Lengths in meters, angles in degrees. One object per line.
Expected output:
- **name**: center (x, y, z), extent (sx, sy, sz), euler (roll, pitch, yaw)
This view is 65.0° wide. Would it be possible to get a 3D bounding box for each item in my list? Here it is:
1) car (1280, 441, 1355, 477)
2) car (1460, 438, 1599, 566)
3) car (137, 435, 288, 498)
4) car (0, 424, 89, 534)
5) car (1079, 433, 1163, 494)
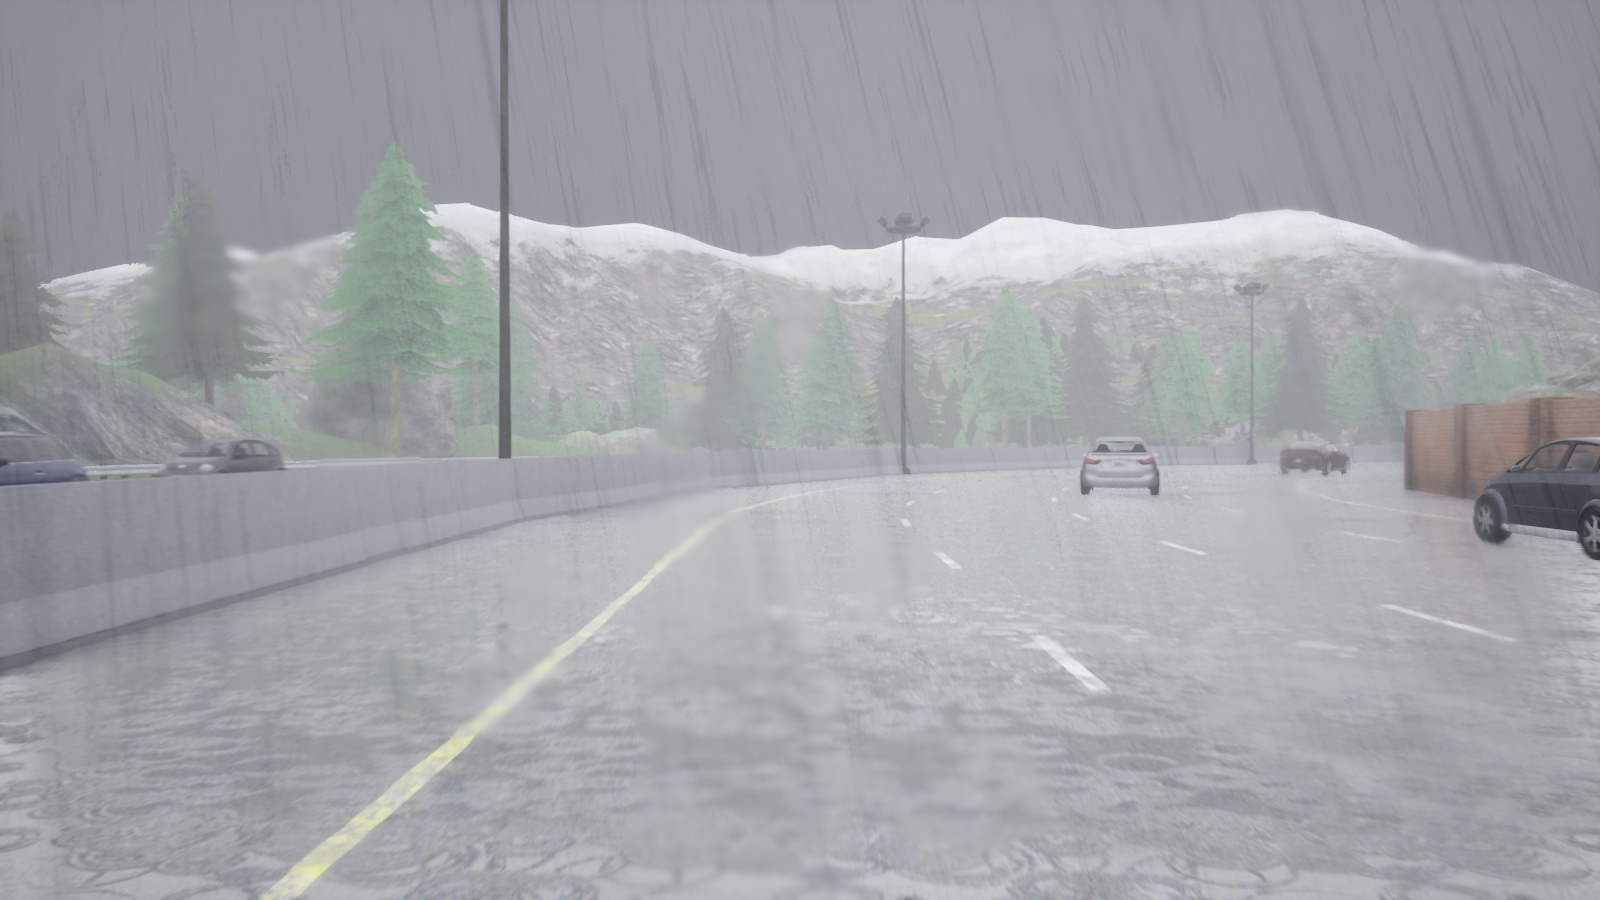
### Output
- **car**: center (23.302, 0.386, 56.420), extent (1.882, 1.535, 5.008), euler (0, 0, 38)
- **car**: center (10.635, 0.628, 16.726), extent (1.789, 1.549, 3.705), euler (0, 0, 1)
- **car**: center (-16.127, 0.412, 34.696), extent (1.851, 1.617, 3.988), euler (0, 0, 9)
- **car**: center (-13.858, 0.465, 20.284), extent (2.097, 1.767, 4.553), euler (0, 0, 1)
- **car**: center (9.440, 0.365, 36.841), extent (2.242, 1.667, 4.611), euler (0, 0, 15)
